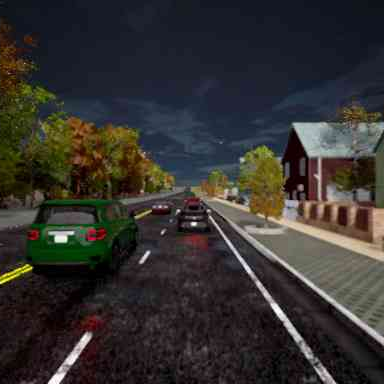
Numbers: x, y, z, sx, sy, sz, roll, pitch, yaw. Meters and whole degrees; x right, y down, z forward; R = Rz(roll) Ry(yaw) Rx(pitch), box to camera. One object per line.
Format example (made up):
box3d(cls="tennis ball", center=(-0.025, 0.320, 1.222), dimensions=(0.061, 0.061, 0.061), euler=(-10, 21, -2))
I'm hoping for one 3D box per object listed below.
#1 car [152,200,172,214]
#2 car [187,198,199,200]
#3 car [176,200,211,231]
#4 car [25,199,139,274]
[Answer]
box3d(cls="car", center=(-3.141, 1.522, 35.269), dimensions=(2.033, 1.411, 5.357), euler=(0, 0, 0))
box3d(cls="car", center=(0.112, 1.441, 41.888), dimensions=(1.882, 1.535, 5.008), euler=(0, 0, 0))
box3d(cls="car", center=(0.104, 1.498, 20.517), dimensions=(1.837, 1.490, 4.892), euler=(0, 0, 0))
box3d(cls="car", center=(-3.148, 1.221, 10.676), dimensions=(2.150, 2.045, 5.566), euler=(0, 0, 0))
